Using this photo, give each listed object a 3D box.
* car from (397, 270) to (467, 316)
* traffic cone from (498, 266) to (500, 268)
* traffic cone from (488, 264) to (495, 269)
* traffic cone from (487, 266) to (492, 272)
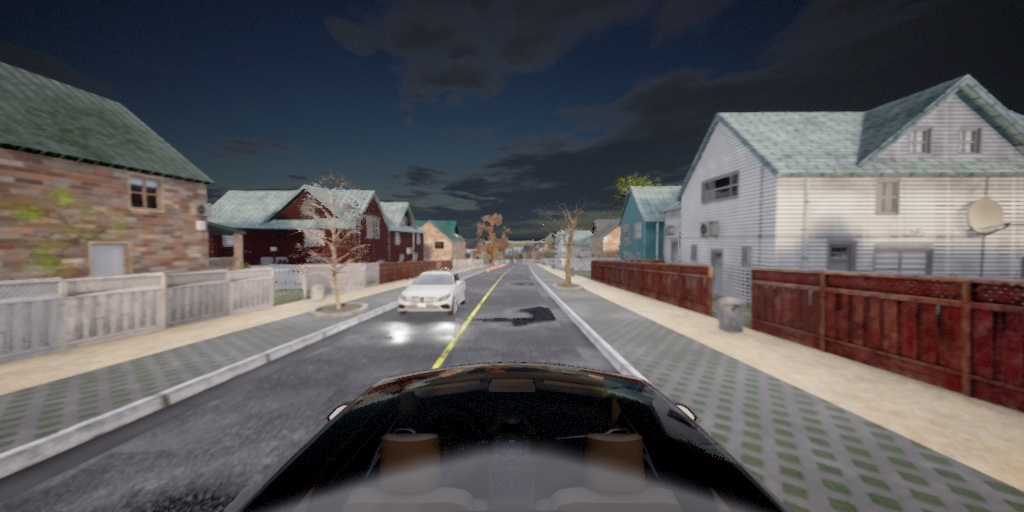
[{"bbox_3d":[-2.790,1.277,13.489,1.812,1.442,4.674,0,0,0],"label":"car"},{"bbox_3d":[-2.632,1.871,62.515,0.340,0.580,0.340,0,0,2],"label":"traffic cone"},{"bbox_3d":[-2.996,1.822,52.495,0.340,0.580,0.340,0,0,2],"label":"traffic cone"},{"bbox_3d":[-3.156,1.802,47.484,0.340,0.580,0.340,0,0,2],"label":"traffic cone"}]
